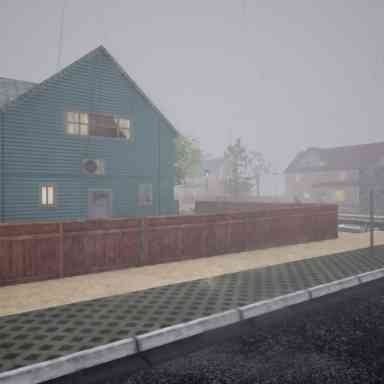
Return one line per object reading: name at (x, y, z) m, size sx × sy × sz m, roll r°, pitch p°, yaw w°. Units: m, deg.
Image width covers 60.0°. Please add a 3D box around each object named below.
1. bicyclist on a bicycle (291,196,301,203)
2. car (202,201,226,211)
bicyclist on a bicycle at (9.825, 1.206, 31.336) m, size 1.656 × 1.620 × 0.582 m, roll -1°, pitch 1°, yaw -36°
car at (2.671, 1.508, 31.262) m, size 1.895 × 1.301 × 4.718 m, roll 0°, pitch 0°, yaw -36°
